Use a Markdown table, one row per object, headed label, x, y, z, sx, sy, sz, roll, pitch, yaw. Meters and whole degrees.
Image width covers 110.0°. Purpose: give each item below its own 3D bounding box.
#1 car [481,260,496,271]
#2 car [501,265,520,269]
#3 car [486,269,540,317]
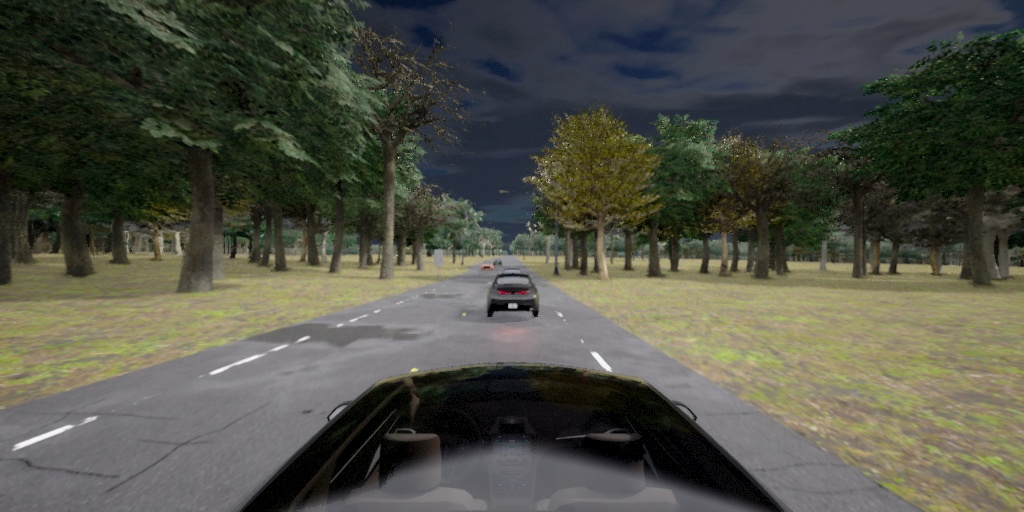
| label | x | y | z | sx | sy | sz | roll | pitch | yaw |
| --- | --- | --- | --- | --- | --- | --- | --- | --- | --- |
| car | -4.167 | 1.575 | 60.059 | 2.097 | 1.767 | 4.553 | 0 | 0 | -5 |
| car | 0.031 | 1.605 | 26.952 | 2.033 | 1.411 | 5.357 | 0 | 0 | 1 |
| car | 0.049 | 1.414 | 14.021 | 1.837 | 1.490 | 4.892 | 0 | -1 | 1 |
